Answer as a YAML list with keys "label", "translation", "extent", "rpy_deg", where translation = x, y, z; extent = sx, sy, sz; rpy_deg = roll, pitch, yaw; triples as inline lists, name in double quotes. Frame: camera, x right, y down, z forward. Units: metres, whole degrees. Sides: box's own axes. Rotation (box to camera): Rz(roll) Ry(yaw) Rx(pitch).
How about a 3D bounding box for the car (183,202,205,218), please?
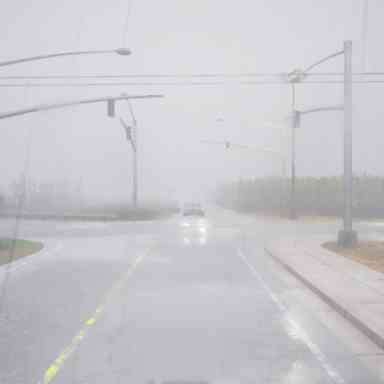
- label: "car"
  translation: [0.111, 1.626, 30.922]
  extent: [1.895, 1.301, 4.718]
  rpy_deg: [0, 0, -3]
